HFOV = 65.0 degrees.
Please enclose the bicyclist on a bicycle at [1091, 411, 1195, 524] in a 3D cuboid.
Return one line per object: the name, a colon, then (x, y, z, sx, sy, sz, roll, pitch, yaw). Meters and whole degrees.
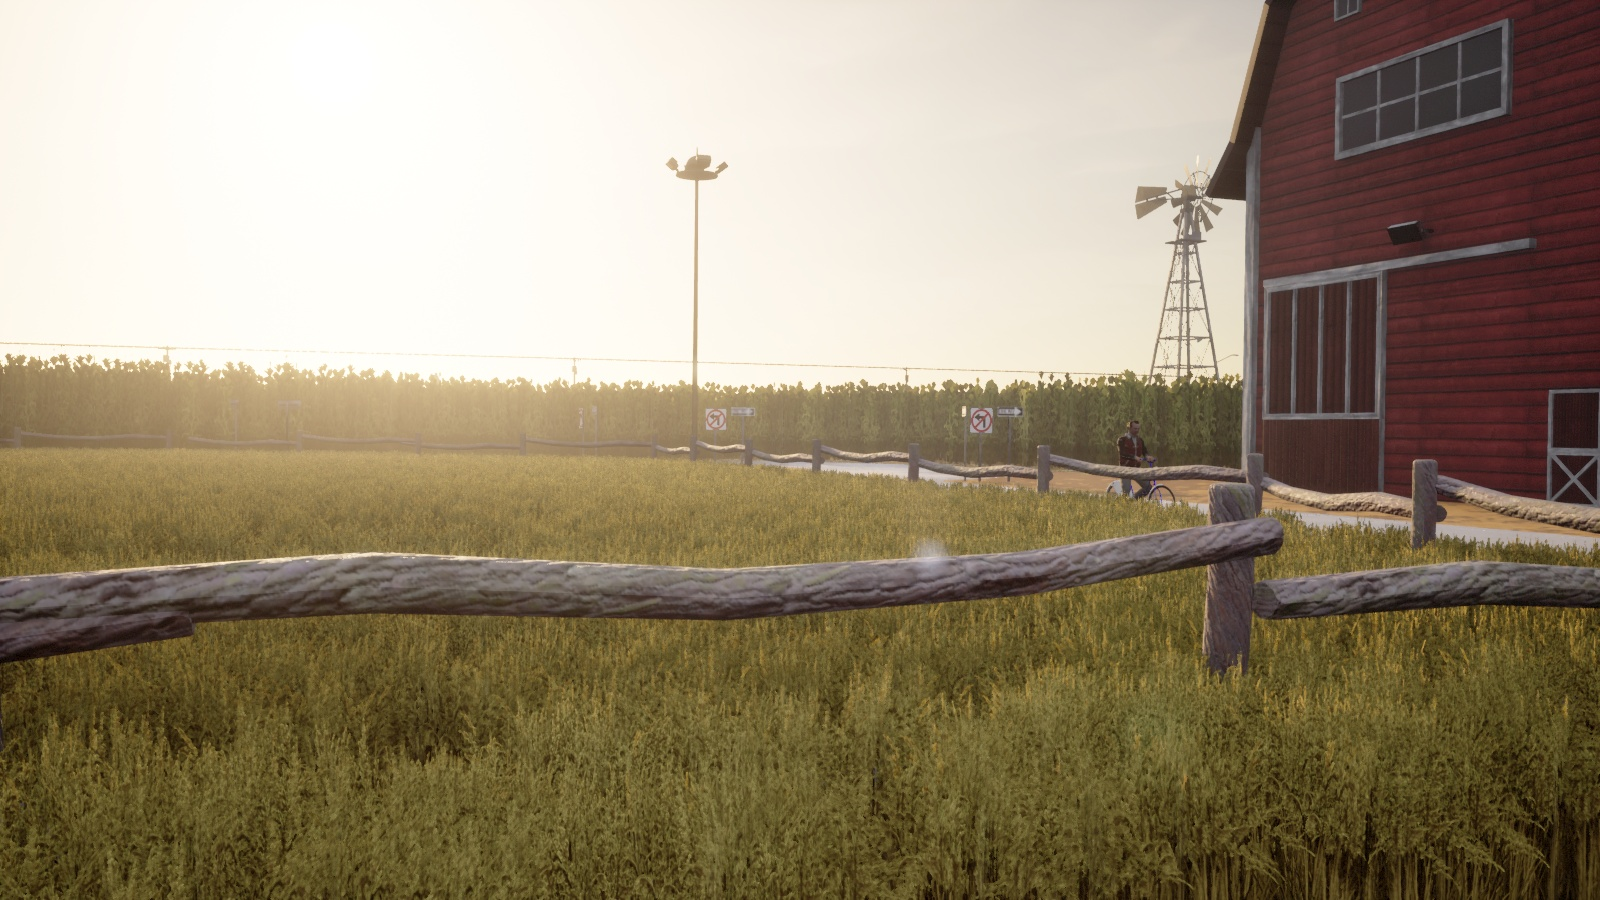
bicyclist on a bicycle: (5.626, 0.271, 20.705, 0.659, 1.776, 1.843, -1, 1, -23)
